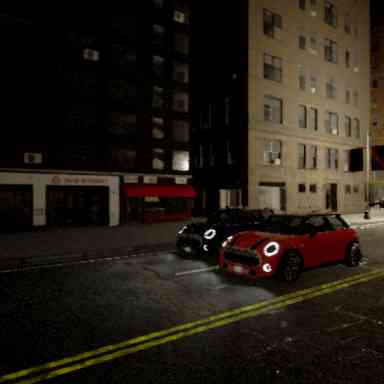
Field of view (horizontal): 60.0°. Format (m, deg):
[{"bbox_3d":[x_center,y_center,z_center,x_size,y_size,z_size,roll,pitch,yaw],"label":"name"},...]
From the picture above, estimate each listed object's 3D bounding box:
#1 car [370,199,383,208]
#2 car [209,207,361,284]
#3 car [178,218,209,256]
[{"bbox_3d":[27.527,1.781,50.980,1.947,1.339,4.313,0,0,-36],"label":"car"},{"bbox_3d":[2.998,1.397,9.888,4.553,1.767,2.097,0,0,-36],"label":"car"},{"bbox_3d":[1.659,1.414,12.934,4.553,1.767,2.097,0,0,-36],"label":"car"}]
